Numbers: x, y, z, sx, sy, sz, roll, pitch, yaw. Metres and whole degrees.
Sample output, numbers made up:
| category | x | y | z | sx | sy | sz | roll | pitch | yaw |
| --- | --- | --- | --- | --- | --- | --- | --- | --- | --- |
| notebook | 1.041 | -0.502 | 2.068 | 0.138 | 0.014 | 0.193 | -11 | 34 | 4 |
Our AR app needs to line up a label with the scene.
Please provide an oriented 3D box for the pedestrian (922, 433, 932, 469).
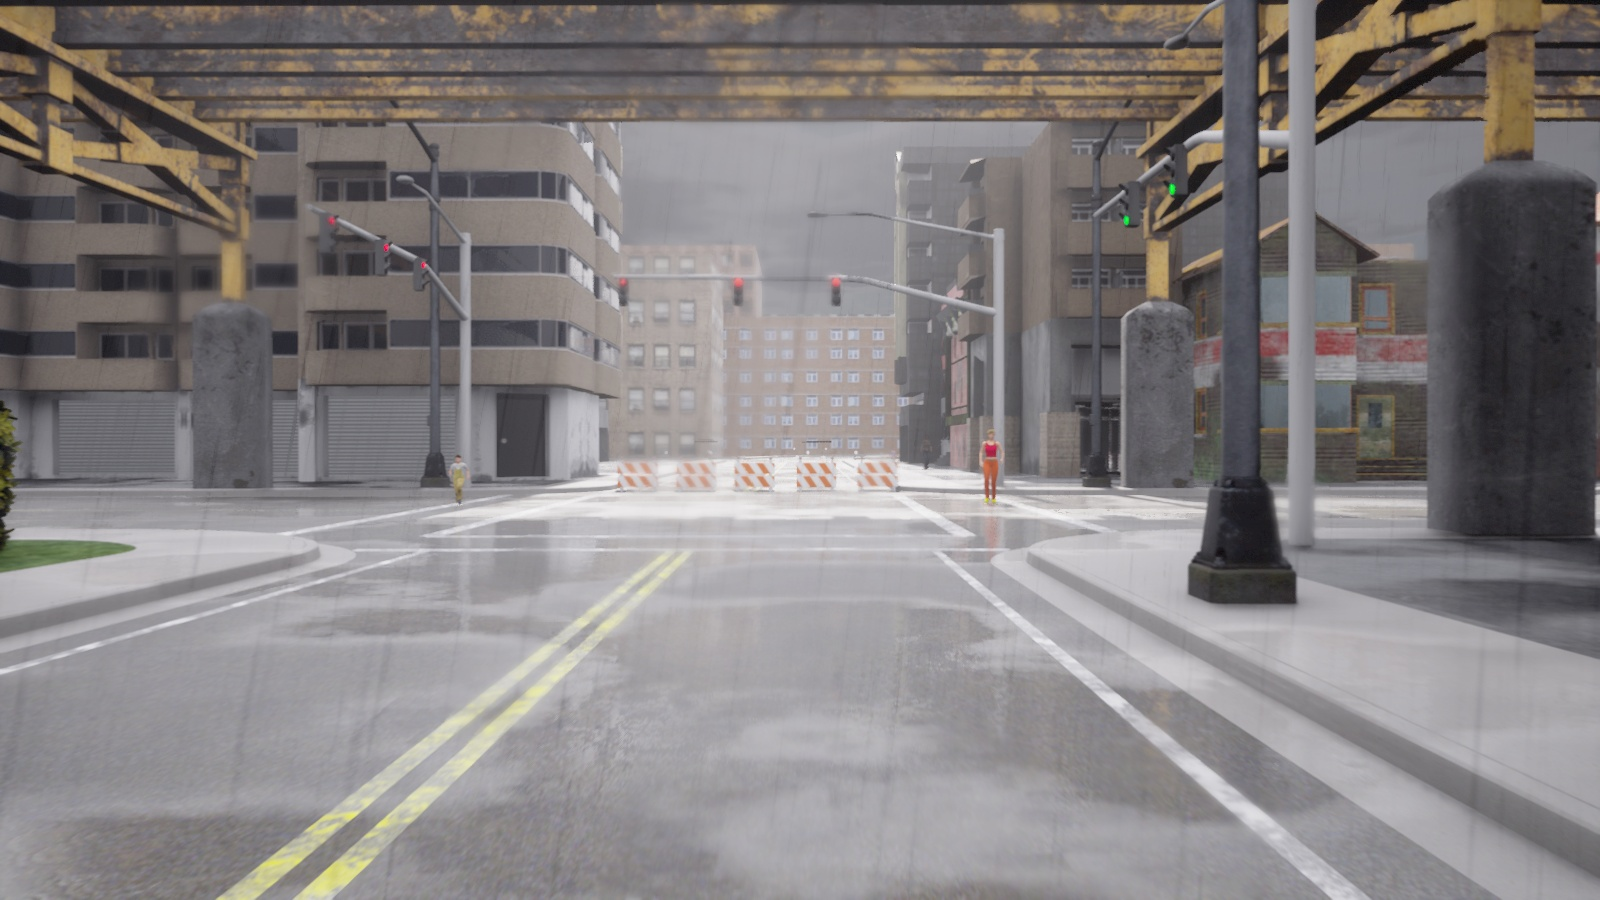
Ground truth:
| category | x | y | z | sx | sy | sz | roll | pitch | yaw |
| --- | --- | --- | --- | --- | --- | --- | --- | --- | --- |
| pedestrian | 6.346 | 0.063 | 62.816 | 0.328 | 1.805 | 0.869 | 0 | 0 | -7 |

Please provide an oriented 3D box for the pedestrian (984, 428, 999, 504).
| category | x | y | z | sx | sy | sz | roll | pitch | yaw |
| --- | --- | --- | --- | --- | --- | --- | --- | --- | --- |
| pedestrian | 4.641 | 0.378 | 30.478 | 0.345 | 1.836 | 0.594 | 0 | 0 | 11 |

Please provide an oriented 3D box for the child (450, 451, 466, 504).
| category | x | y | z | sx | sy | sz | roll | pitch | yaw |
| --- | --- | --- | --- | --- | --- | --- | --- | --- | --- |
| child | -8.226 | 0.648 | 30.238 | 0.270 | 1.263 | 0.437 | 0 | 0 | 0 |
